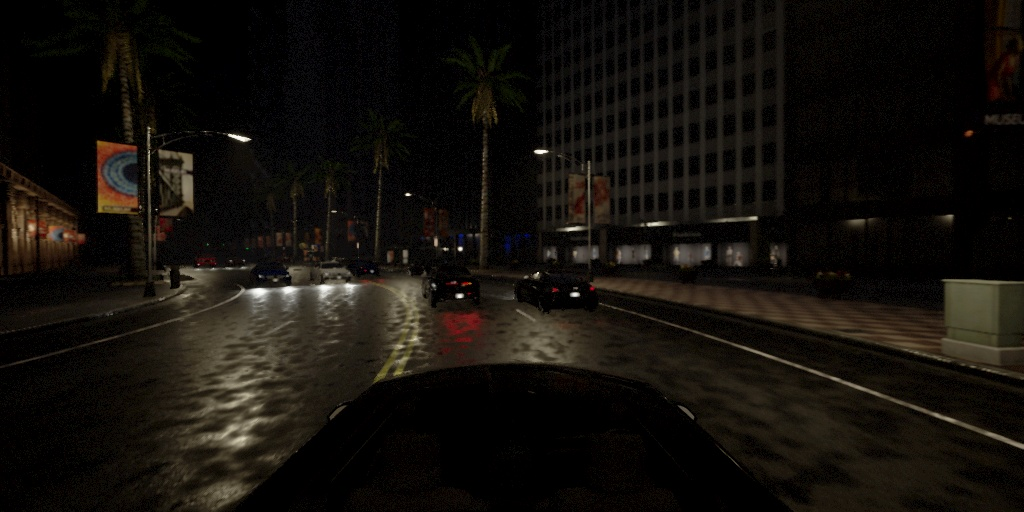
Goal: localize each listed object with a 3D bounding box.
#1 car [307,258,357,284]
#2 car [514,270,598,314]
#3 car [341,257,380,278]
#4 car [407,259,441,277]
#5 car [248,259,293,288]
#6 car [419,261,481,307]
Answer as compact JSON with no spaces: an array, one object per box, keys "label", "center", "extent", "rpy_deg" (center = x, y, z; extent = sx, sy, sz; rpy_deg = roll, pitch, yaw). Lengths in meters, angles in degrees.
[{"label":"car","center":[-12.779,1.109,25.123],"extent":[1.812,1.442,4.674],"rpy_deg":[-1,1,-41]},{"label":"car","center":[1.478,1.187,13.372],"extent":[1.994,1.385,4.181],"rpy_deg":[0,1,-15]},{"label":"car","center":[-12.858,1.054,30.598],"extent":[1.812,1.442,4.674],"rpy_deg":[-1,1,-43]},{"label":"car","center":[-6.852,1.016,29.033],"extent":[1.837,1.490,4.892],"rpy_deg":[0,0,-39]},{"label":"car","center":[-15.495,1.147,22.939],"extent":[1.812,1.442,4.674],"rpy_deg":[-1,1,-41]},{"label":"car","center":[-2.629,1.135,14.918],"extent":[1.837,1.490,4.892],"rpy_deg":[0,0,-19]}]
